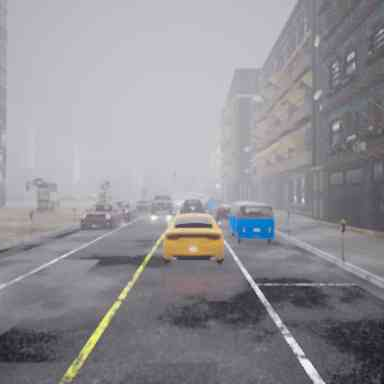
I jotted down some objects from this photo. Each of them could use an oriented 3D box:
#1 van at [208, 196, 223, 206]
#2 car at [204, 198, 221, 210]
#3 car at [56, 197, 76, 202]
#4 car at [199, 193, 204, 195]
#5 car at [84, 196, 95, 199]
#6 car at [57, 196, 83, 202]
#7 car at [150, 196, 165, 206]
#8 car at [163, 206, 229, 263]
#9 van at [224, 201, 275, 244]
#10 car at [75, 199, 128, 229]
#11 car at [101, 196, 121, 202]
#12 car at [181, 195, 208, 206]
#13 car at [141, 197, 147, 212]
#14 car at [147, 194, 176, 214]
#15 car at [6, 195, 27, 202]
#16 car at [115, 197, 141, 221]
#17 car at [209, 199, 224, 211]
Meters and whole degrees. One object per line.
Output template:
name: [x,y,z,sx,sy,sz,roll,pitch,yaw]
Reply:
van: [2.686,1.356,38.278,1.690,1.788,3.998,1,0,0]
car: [2.680,1.580,43.924,1.947,1.339,4.313,1,0,0]
car: [-30.718,1.771,81.276,4.206,1.307,1.802,0,-1,1]
car: [2.656,1.522,93.349,2.008,1.369,4.403,1,0,0]
car: [-25.238,1.729,81.205,4.313,1.339,1.947,0,-1,1]
car: [-26.412,1.489,72.582,4.097,1.590,1.967,0,-1,1]
car: [-5.671,1.449,55.179,1.967,1.590,4.097,1,0,0]
car: [0.073,1.487,11.996,1.882,1.535,5.008,0,0,1]
van: [2.696,1.353,15.693,1.690,1.788,3.998,1,0,0]
car: [-5.661,1.454,21.304,1.967,1.590,4.097,1,0,0]
car: [-19.757,1.689,81.132,4.403,1.369,2.008,0,-1,1]
car: [0.071,1.367,29.304,2.097,1.767,4.553,0,0,0]
car: [-5.664,1.560,38.241,1.887,1.381,4.507,1,0,0]
car: [-3.119,1.236,35.752,2.150,2.045,5.566,0,0,0]
car: [-42.953,1.562,81.396,5.009,1.841,2.192,0,-1,1]
car: [-5.658,1.455,26.950,1.967,1.590,4.097,1,0,0]
car: [2.688,1.560,26.987,1.887,1.381,4.507,1,0,0]
